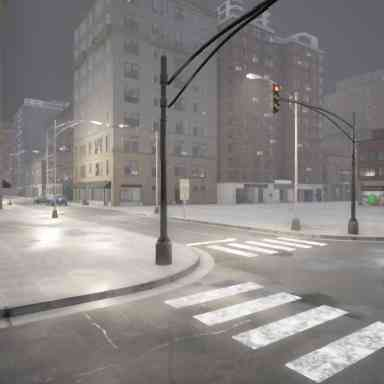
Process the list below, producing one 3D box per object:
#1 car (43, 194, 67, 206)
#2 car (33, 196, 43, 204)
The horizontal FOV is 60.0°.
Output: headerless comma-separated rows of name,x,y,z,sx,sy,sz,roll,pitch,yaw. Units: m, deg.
car,-19.661,1.119,48.181,2.097,1.767,4.553,0,0,-36
car,-25.456,1.287,56.294,1.994,1.385,4.181,0,0,-36
